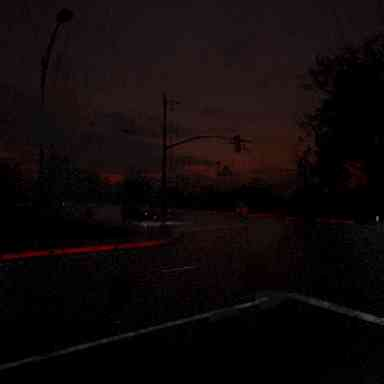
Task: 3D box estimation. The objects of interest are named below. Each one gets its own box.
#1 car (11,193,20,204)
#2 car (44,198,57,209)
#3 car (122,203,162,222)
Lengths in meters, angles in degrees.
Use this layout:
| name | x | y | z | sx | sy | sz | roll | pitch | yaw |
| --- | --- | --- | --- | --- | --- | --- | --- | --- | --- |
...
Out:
| name | x | y | z | sx | sy | sz | roll | pitch | yaw |
| --- | --- | --- | --- | --- | --- | --- | --- | --- | --- |
| car | -34.783 | 1.293 | 66.595 | 2.150 | 2.045 | 5.566 | 1 | -1 | -38 |
| car | -19.599 | 1.679 | 47.390 | 1.837 | 1.490 | 4.892 | 1 | 0 | -39 |
| car | -4.372 | 1.714 | 28.403 | 1.812 | 1.442 | 4.674 | 1 | 0 | -39 |
